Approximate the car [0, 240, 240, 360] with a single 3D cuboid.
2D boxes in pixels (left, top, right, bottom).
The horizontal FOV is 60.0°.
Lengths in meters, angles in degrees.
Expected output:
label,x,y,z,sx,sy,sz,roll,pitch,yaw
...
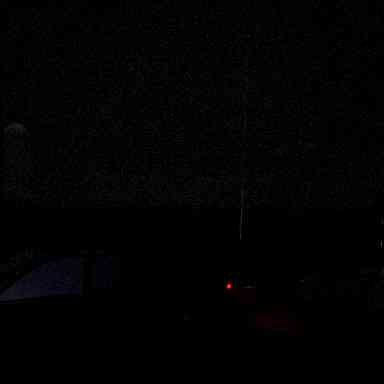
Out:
label,x,y,z,sx,sy,sz,roll,pitch,yaw
car,-1.874,1.514,5.131,5.357,1.411,2.033,2,0,-26
